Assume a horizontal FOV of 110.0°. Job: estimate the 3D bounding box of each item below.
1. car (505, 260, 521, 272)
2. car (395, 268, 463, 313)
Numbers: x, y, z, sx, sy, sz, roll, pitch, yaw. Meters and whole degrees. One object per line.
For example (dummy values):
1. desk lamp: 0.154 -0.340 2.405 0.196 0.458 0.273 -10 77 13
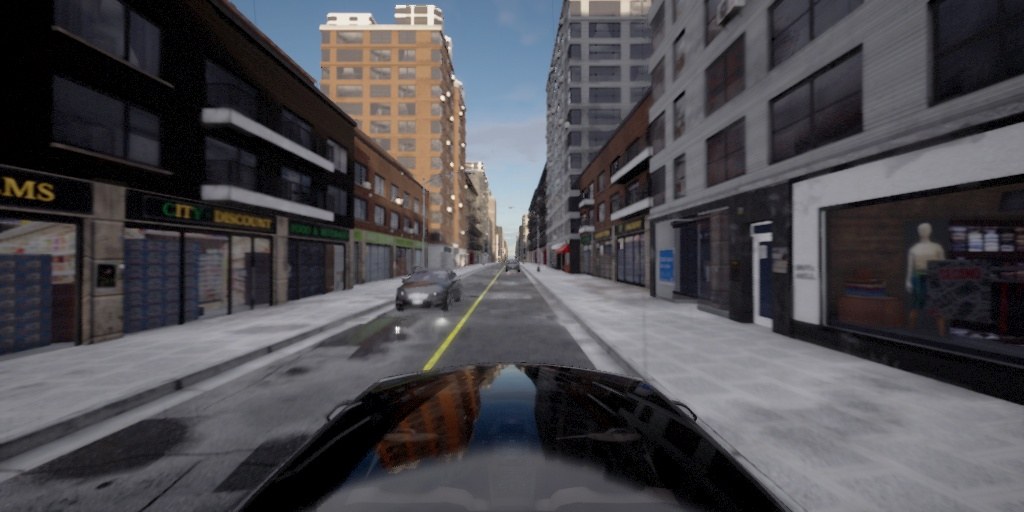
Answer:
1. car: 0.103 1.280 46.972 2.128 1.511 4.902 0 0 0
2. car: -3.096 1.243 14.182 2.128 1.511 4.902 0 0 0
